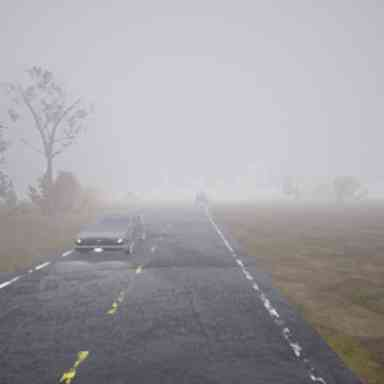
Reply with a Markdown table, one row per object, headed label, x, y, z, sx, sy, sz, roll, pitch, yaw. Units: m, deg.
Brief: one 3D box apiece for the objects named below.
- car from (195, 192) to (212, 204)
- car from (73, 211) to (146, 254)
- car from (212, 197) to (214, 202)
| label | x | y | z | sx | sy | sz | roll | pitch | yaw |
| --- | --- | --- | --- | --- | --- | --- | --- | --- | --- |
| car | 1.785 | 1.051 | 58.138 | 2.150 | 2.045 | 5.566 | 0 | 0 | 8 |
| car | -3.049 | 1.509 | 13.546 | 2.033 | 1.411 | 5.357 | 0 | 0 | 0 |
| car | 3.329 | 1.336 | 68.768 | 1.895 | 1.301 | 4.718 | 0 | 0 | 10 |
